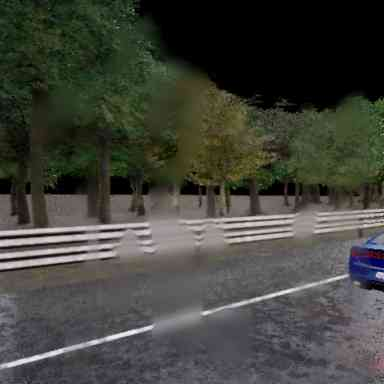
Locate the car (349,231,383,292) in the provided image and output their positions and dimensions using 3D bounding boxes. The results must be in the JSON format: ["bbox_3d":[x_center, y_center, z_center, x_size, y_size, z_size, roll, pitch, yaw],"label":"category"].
[{"bbox_3d":[5.775,1.501,7.935,5.008,1.535,1.882,0,0,-35],"label":"car"}]
